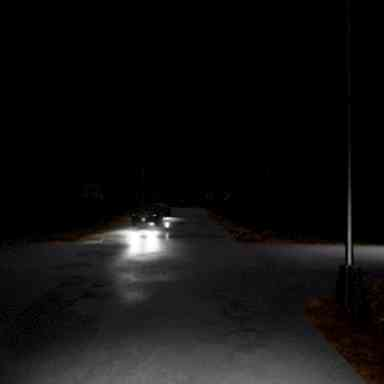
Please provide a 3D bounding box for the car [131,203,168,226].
[{"bbox_3d":[-3.182,1.595,24.304,2.128,1.511,4.902,0,-1,0],"label":"car"}]

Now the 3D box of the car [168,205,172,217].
[{"bbox_3d":[-3.163,1.837,34.685,1.812,1.442,4.674,0,-1,0],"label":"car"}]
